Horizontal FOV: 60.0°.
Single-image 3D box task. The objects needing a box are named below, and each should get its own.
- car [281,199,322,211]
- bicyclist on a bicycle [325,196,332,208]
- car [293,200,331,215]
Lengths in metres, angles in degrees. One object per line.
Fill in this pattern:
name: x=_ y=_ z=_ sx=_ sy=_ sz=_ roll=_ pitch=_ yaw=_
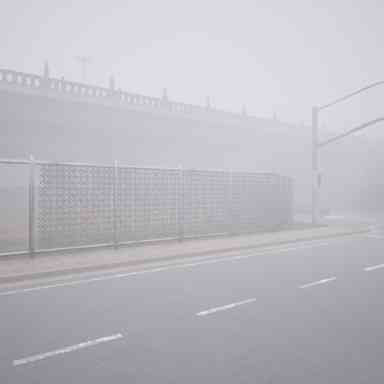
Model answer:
car: x=13.837 y=1.656 z=42.235 sx=1.895 sy=1.301 sz=4.718 roll=0 pitch=0 yaw=-36
bicyclist on a bicycle: x=17.728 y=1.356 z=43.298 sx=1.656 sy=1.620 sz=0.582 roll=0 pitch=0 yaw=-36
car: x=11.553 y=1.620 z=33.064 sx=1.994 sy=1.385 sz=4.181 roll=0 pitch=0 yaw=-36
